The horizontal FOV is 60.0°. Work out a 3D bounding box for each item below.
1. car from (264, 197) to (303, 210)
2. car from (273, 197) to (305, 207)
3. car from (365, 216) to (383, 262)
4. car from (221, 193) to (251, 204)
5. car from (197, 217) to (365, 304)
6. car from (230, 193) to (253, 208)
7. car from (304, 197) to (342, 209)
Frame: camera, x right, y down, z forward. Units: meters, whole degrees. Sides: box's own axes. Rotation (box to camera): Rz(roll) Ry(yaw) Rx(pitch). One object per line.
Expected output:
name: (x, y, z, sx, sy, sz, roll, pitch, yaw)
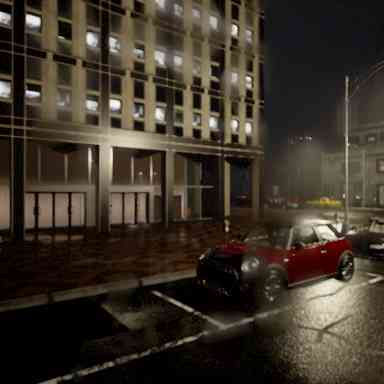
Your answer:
car: (9.984, 1.357, 37.892, 2.008, 1.369, 4.403, 1, 0, -35)
car: (13.739, 1.390, 47.207, 1.802, 1.307, 4.206, 1, 0, -35)
car: (6.706, 1.524, 11.333, 4.403, 1.369, 2.008, 0, 0, -35)
car: (7.453, 1.078, 56.322, 2.192, 1.841, 5.009, 0, 0, -35)
car: (2.071, 1.426, 8.028, 4.097, 1.590, 1.967, 0, 0, -35)
car: (6.841, 1.097, 42.450, 2.192, 1.841, 5.009, 1, 0, -35)
car: (16.787, 1.356, 42.789, 1.752, 1.417, 4.829, 1, 0, -35)
